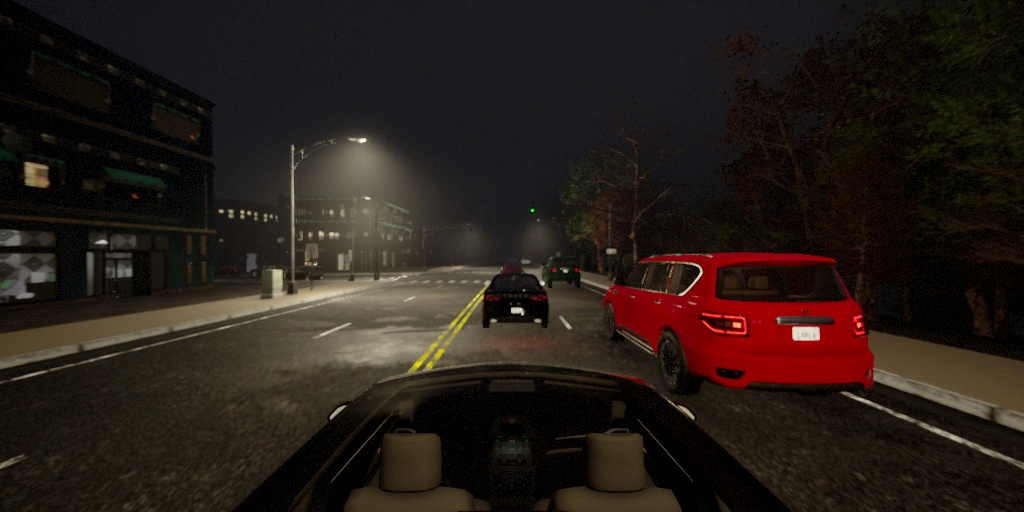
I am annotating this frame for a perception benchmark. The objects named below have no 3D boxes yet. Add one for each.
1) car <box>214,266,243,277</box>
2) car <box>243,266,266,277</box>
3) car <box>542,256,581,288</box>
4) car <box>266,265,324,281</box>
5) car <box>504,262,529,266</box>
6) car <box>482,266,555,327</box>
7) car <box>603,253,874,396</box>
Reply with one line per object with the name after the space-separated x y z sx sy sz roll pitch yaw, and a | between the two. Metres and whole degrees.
-33.826 1.795 42.039 4.207 1.307 1.802 0 0 0 | car
-28.290 1.700 42.034 4.403 1.370 2.007 0 0 0 | car
3.344 1.049 24.996 2.150 2.045 5.566 0 0 0 | car
-19.955 1.675 33.524 4.313 1.339 1.948 0 0 0 | car
0.000 1.357 26.050 1.812 1.442 4.674 0 0 -2 | car
0.096 1.261 11.736 1.882 1.535 5.008 0 0 0 | car
3.359 0.988 6.758 2.150 2.045 5.566 0 0 0 | car
